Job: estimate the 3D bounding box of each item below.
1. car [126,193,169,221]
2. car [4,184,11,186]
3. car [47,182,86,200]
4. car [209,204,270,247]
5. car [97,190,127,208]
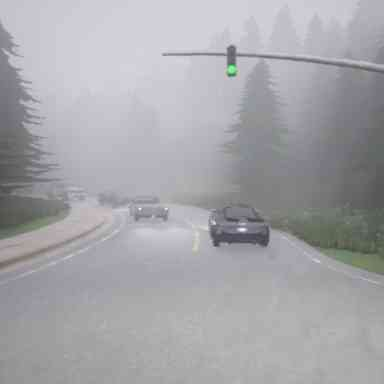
[{"bbox_3d":[-2.647,0.913,19.984,1.895,1.301,4.718,0,2,-15],"label":"car"},{"bbox_3d":[-25.578,-0.644,48.083,5.566,2.045,2.150,1,2,17],"label":"car"},{"bbox_3d":[-13.930,-0.138,36.699,5.566,2.045,2.150,2,2,41],"label":"car"},{"bbox_3d":[1.712,1.152,12.991,1.994,1.385,4.181,1,2,1],"label":"car"},{"bbox_3d":[-6.587,0.528,28.897,2.033,1.411,5.357,-1,2,-35],"label":"car"}]
